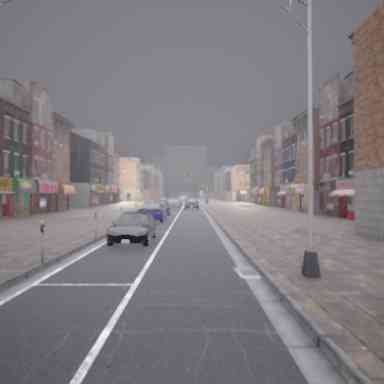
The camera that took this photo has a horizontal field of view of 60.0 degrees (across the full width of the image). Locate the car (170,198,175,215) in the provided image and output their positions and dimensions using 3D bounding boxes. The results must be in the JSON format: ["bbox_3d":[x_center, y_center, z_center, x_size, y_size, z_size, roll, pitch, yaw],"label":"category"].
[{"bbox_3d":[-3.041,1.594,33.094,1.837,1.490,4.892,0,0,0],"label":"car"}]

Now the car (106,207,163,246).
[{"bbox_3d":[-2.640,1.597,15.384,1.947,1.339,4.313,1,0,0],"label":"car"}]

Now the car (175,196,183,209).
[{"bbox_3d":[-2.663,1.713,48.347,2.008,1.369,4.403,0,0,0],"label":"car"}]

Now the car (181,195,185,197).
[{"bbox_3d":[-2.671,1.767,59.336,1.887,1.381,4.507,0,0,0],"label":"car"}]

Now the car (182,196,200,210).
[{"bbox_3d":[-0.009,1.682,44.886,1.812,1.442,4.674,0,0,1],"label":"car"}]

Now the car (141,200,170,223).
[{"bbox_3d":[-3.031,1.541,26.094,1.882,1.535,5.008,0,0,0],"label":"car"}]
